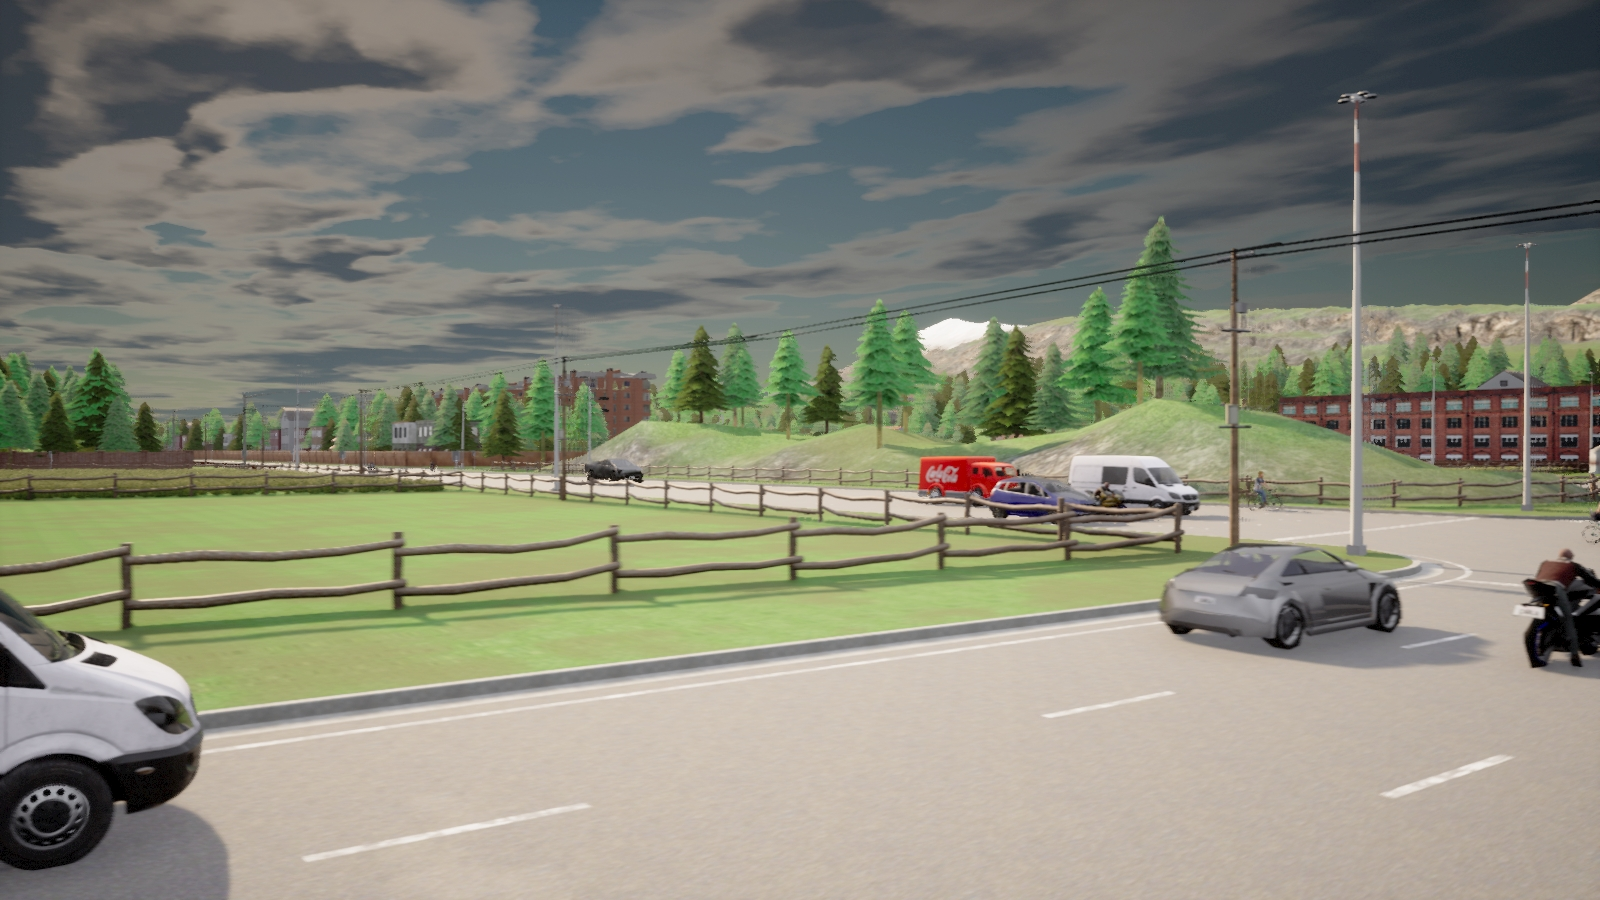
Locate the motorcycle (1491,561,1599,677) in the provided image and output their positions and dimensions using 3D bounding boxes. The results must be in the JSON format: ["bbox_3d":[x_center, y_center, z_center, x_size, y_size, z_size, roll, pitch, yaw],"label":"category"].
[{"bbox_3d":[10.196,2.205,15.247,2.209,1.251,0.867,0,0,-36],"label":"motorcycle"}]

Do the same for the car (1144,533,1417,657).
[{"bbox_3d":[7.440,2.119,17.564,4.181,1.385,1.994,0,0,-36],"label":"car"}]

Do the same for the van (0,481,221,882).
[{"bbox_3d":[-7.161,1.533,7.330,5.915,2.561,1.988,0,0,-35],"label":"van"}]

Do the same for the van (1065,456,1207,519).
[{"bbox_3d":[14.467,1.534,49.560,1.988,2.561,5.915,0,0,-36],"label":"van"}]

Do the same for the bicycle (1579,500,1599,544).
[{"bbox_3d":[24.151,2.158,33.989,1.487,1.276,0.859,0,-1,25],"label":"bicycle"}]

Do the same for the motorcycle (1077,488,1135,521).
[{"bbox_3d":[12.426,2.205,46.410,0.867,1.251,2.209,0,0,-36],"label":"motorcycle"}]

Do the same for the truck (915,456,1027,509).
[{"bbox_3d":[8.559,1.565,57.538,2.627,2.467,5.204,0,0,-37],"label":"truck"}]

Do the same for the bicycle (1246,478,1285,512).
[{"bbox_3d":[21.224,2.053,52.161,0.373,1.496,1.643,0,-3,-36],"label":"bicycle"}]

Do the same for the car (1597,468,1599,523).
[{"bbox_3d":[34.271,1.753,43.833,6.274,2.098,2.390,0,0,-12],"label":"car"}]

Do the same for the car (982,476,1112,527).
[{"bbox_3d":[9.524,1.957,44.452,2.242,1.667,4.611,0,1,-35],"label":"car"}]
